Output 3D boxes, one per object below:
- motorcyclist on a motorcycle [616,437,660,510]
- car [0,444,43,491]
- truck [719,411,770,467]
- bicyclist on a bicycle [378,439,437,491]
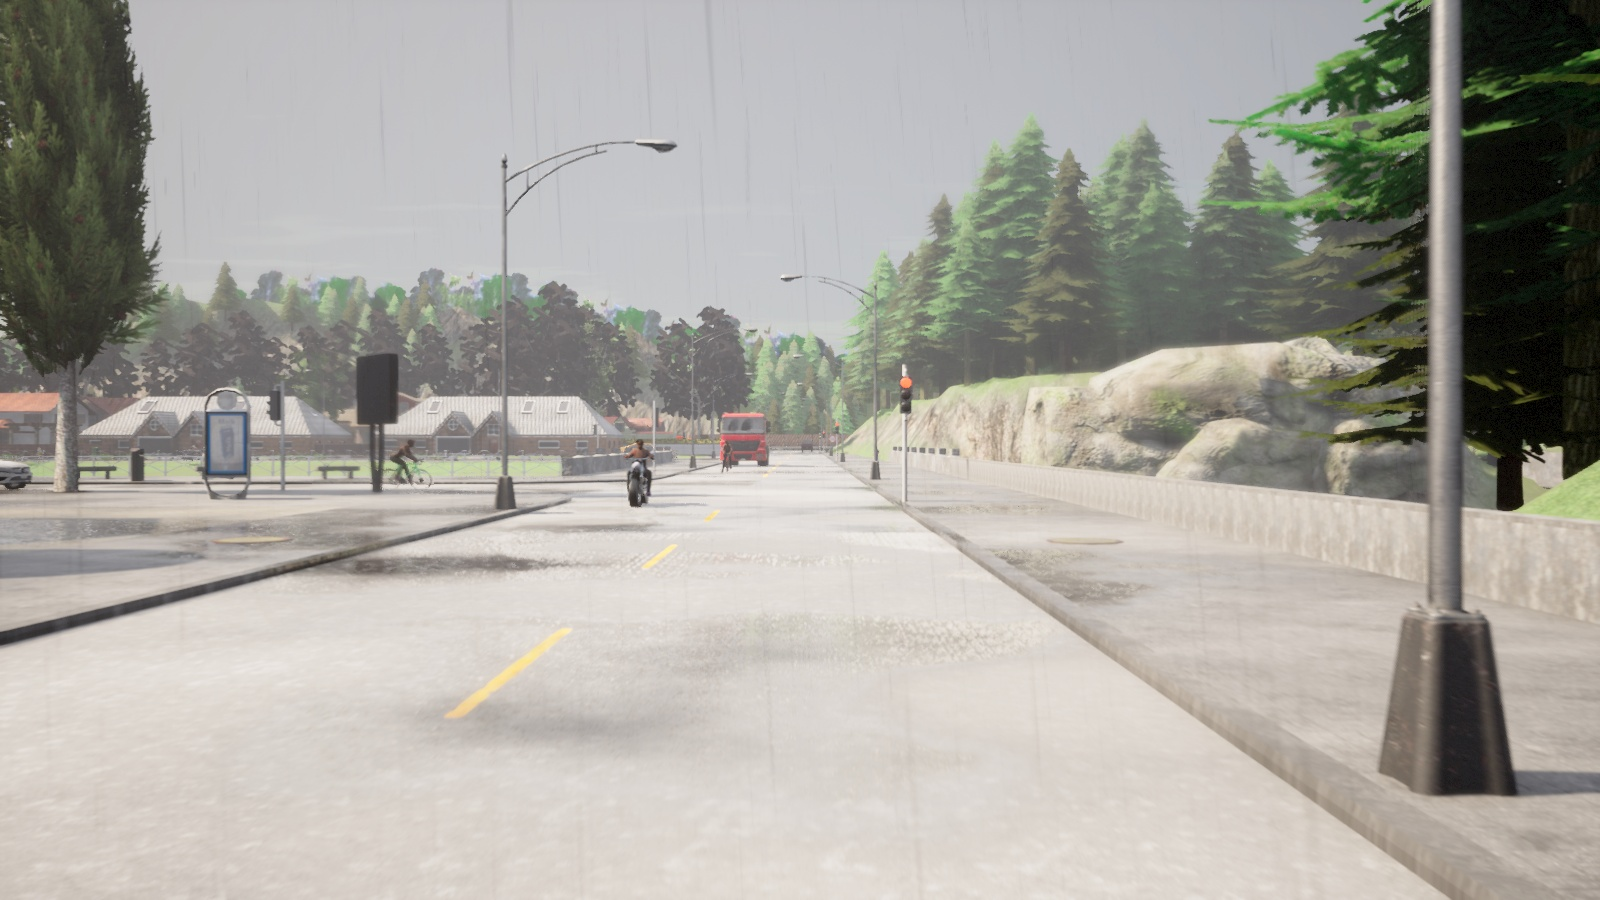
[{"bbox_3d":[-3.799,0.527,29.531,0.766,1.649,2.350,0,1,-1],"label":"motorcyclist on a motorcycle"},{"bbox_3d":[-26.655,0.529,39.425,4.674,1.442,1.812,0,0,0],"label":"car"},{"bbox_3d":[-3.499,-0.697,81.491,2.891,3.462,7.936,0,0,1],"label":"truck"},{"bbox_3d":[-12.285,0.468,39.340,1.656,1.620,0.582,0,1,1],"label":"bicyclist on a bicycle"}]
